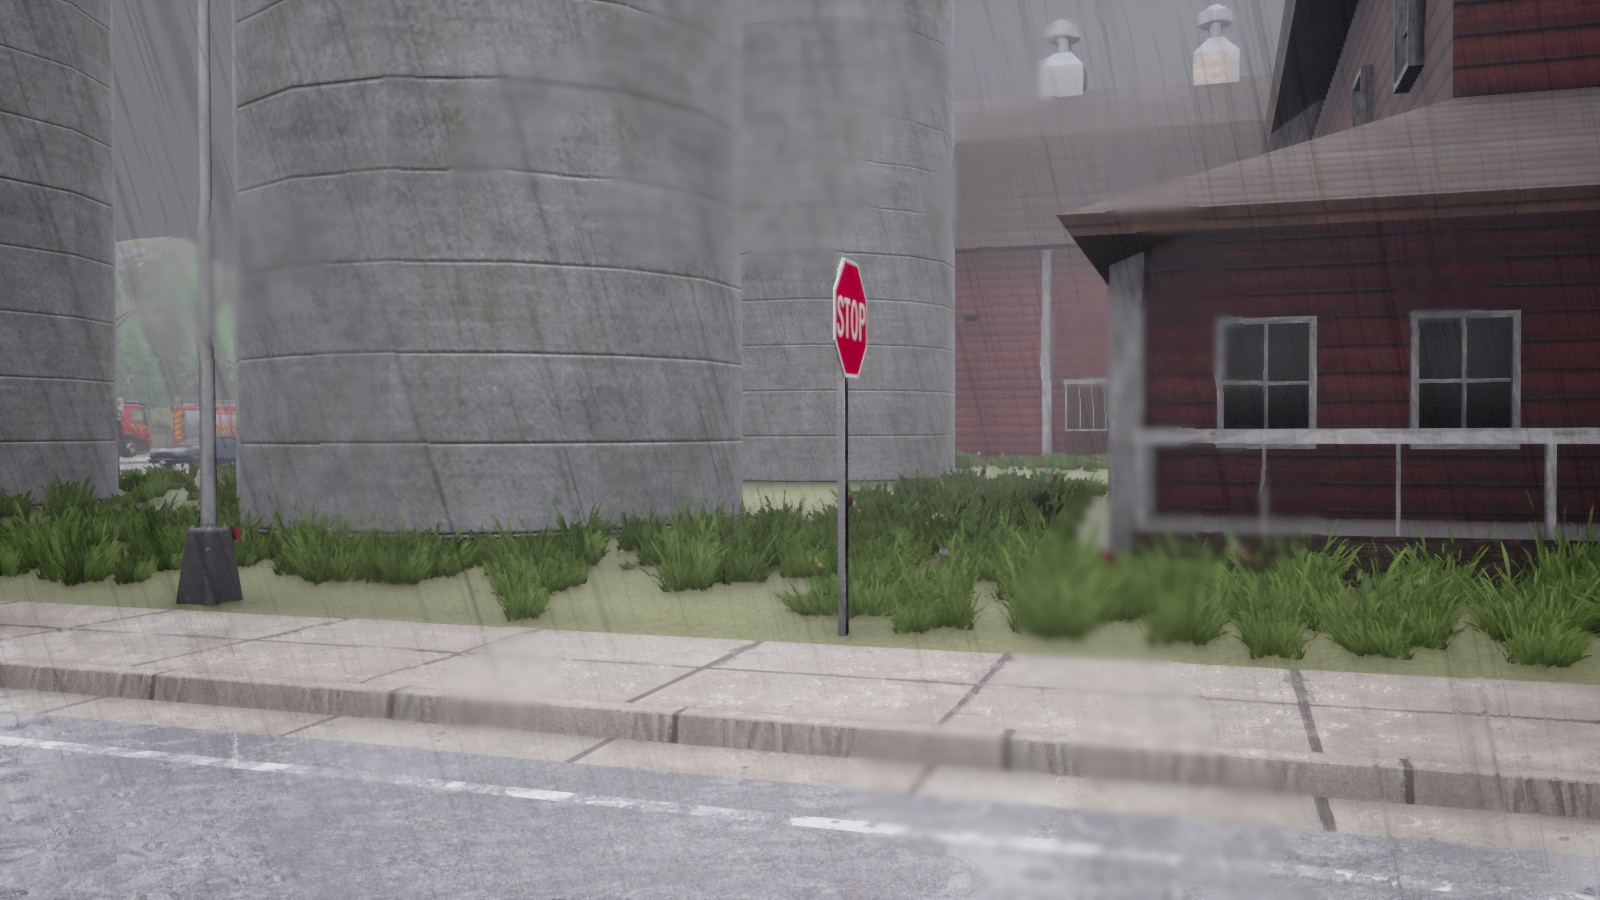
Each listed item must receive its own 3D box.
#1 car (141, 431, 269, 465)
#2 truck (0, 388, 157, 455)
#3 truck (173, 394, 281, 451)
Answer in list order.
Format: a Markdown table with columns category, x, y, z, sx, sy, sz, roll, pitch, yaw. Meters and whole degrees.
| category | x | y | z | sx | sy | sz | roll | pitch | yaw |
| --- | --- | --- | --- | --- | --- | --- | --- | --- | --- |
| car | -26.377 | -0.120 | 55.922 | 2.033 | 1.411 | 5.357 | 1 | 1 | 18 |
| truck | -43.457 | -1.718 | 76.012 | 2.891 | 3.827 | 8.468 | 1 | 1 | 18 |
| truck | -40.253 | -1.908 | 88.614 | 2.891 | 3.827 | 8.468 | 0 | 1 | 7 |
